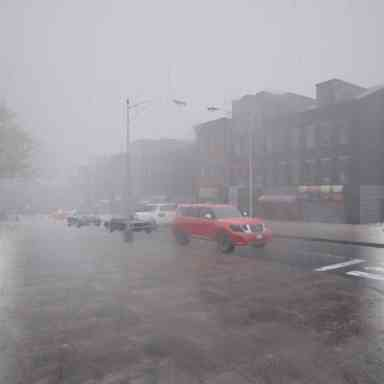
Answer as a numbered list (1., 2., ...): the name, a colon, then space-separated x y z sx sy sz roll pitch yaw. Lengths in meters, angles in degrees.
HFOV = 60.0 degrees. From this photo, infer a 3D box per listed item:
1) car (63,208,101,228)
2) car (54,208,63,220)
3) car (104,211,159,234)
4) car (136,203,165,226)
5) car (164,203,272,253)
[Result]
1. car: -10.490 2.441 32.167 2.097 1.767 4.553 0 -2 -35
2. car: -18.782 3.188 48.856 2.097 1.767 4.553 0 -2 -36
3. car: -4.556 2.291 23.841 1.895 1.301 4.718 0 -2 -36
4. car: -3.007 1.946 26.739 2.150 2.045 5.566 0 -2 -36
5. car: 1.160 1.566 15.837 2.150 2.045 5.566 0 -2 -35
